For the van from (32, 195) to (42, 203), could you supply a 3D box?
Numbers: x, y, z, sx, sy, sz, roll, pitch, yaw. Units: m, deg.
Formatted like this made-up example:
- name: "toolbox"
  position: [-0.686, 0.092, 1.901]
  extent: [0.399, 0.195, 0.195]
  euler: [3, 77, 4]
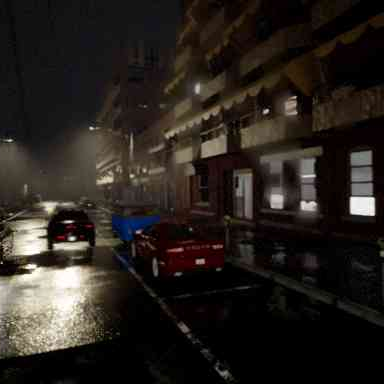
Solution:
- name: "van"
  position: [-36.696, 1.521, 78.781]
  extent: [1.690, 1.788, 3.998]
  euler: [-1, 0, -21]

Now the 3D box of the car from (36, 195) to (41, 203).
- name: "car"
  position: [-32.658, 1.474, 68.500]
  extent: [2.192, 1.841, 5.009]
  euler: [-1, 0, -21]

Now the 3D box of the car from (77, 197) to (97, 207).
- name: "car"
  position: [-12.736, 1.543, 40.723]
  extent: [1.947, 1.339, 4.313]
  euler: [-1, 0, -21]

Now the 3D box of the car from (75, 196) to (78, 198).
- name: "car"
  position: [-14.819, 1.509, 46.020]
  extent: [1.752, 1.417, 4.829]
  euler: [-1, 0, -21]

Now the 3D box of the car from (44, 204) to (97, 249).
- name: "car"
  position: [-5.397, 1.505, 14.829]
  extent: [1.837, 1.490, 4.892]
  euler: [-1, 0, -21]

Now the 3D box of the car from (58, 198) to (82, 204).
- name: "car"
  position: [-11.398, 1.557, 30.171]
  extent: [2.033, 1.411, 5.357]
  euler: [-1, 0, -21]

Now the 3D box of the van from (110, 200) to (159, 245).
- name: "van"
  position: [-2.643, 1.298, 15.019]
  extent: [1.690, 1.788, 3.998]
  euler: [-1, 0, -21]

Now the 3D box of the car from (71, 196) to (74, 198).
- name: "car"
  position: [-20.816, 1.552, 61.284]
  extent: [1.887, 1.381, 4.507]
  euler: [-1, 0, -21]

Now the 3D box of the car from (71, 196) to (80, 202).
- name: "car"
  position: [-26.874, 1.580, 76.705]
  extent: [1.887, 1.381, 4.507]
  euler: [-1, 0, -21]

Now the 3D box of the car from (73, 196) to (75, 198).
- name: "car"
  position: [-16.839, 1.517, 51.161]
  extent: [1.752, 1.417, 4.829]
  euler: [-1, 0, -21]

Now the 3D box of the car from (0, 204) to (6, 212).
- name: "car"
  position: [-16.497, 1.666, 27.378]
  extent: [1.947, 1.339, 4.313]
  euler: [-1, 0, -21]

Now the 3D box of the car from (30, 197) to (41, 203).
- name: "car"
  position: [-34.673, 1.735, 73.642]
  extent: [1.947, 1.339, 4.313]
  euler: [-1, 0, -21]

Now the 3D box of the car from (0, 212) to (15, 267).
- name: "car"
  position: [-7.154, 1.611, 10.960]
  extent: [1.994, 1.385, 4.181]
  euler: [-1, 0, -21]

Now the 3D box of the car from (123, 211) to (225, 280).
- name: "car"
  position: [-0.620, 1.499, 9.880]
  extent: [1.887, 1.381, 4.507]
  euler: [-1, 0, -21]

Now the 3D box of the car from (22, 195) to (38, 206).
- name: "car"
  position: [-28.614, 1.707, 58.221]
  extent: [1.947, 1.339, 4.313]
  euler: [-1, 0, -21]
